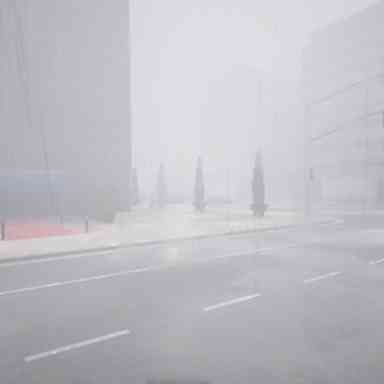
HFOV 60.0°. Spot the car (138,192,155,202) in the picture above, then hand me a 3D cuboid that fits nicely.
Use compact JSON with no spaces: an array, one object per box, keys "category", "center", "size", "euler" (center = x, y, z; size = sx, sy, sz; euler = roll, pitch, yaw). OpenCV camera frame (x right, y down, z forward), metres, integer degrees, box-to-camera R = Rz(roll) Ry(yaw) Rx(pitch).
[{"category":"car","center":[-8.676,1.033,63.501],"size":[1.812,1.442,4.674],"euler":[-1,0,-35]}]

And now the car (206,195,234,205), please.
[{"category":"car","center":[3.822,1.079,45.354],"size":[1.994,1.385,4.181],"euler":[-1,1,-35]}]

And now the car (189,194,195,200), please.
[{"category":"car","center":[-1.092,0.993,64.965],"size":[1.895,1.301,4.718],"euler":[-1,1,-34]}]

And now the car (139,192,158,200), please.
[{"category":"car","center":[-9.346,0.832,70.606],"size":[1.882,1.535,5.008],"euler":[-1,1,-35]}]

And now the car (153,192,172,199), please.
[{"category":"car","center":[-6.471,0.775,72.602],"size":[1.882,1.535,5.008],"euler":[-1,1,-35]}]

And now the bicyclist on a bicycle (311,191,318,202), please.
[{"category":"bicyclist on a bicycle","center":[17.289,0.623,46.955],"size":[1.656,1.620,0.582],"euler":[-1,1,-35]}]

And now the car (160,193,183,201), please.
[{"category":"car","center":[-3.879,0.941,62.836],"size":[2.128,1.511,4.902],"euler":[-1,1,-34]}]

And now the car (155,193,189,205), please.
[{"category":"car","center":[-3.002,0.923,49.045],"size":[2.097,1.767,4.553],"euler":[-1,1,-35]}]
